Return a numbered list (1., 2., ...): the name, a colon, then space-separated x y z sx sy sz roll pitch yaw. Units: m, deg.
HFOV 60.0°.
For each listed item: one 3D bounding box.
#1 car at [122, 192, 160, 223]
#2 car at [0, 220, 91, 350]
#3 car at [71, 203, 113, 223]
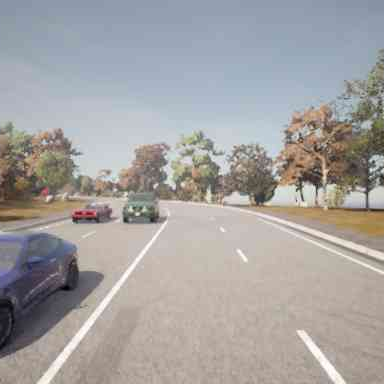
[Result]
1. car: -3.578 1.055 24.188 2.150 2.045 5.566 0 0 -1
2. car: -3.592 1.516 6.264 1.812 1.442 4.674 0 0 0
3. car: -7.073 1.446 23.912 1.895 1.301 4.718 0 1 -1
